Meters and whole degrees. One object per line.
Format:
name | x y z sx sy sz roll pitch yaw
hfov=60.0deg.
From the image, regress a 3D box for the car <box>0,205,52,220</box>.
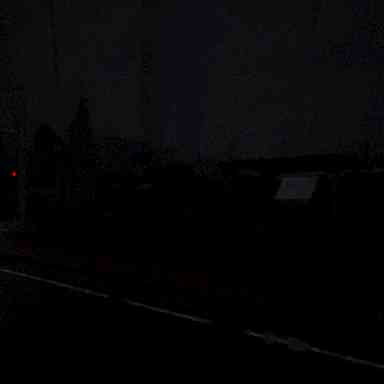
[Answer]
car | -16.116 1.936 32.038 1.895 1.301 4.718 -1 0 37
